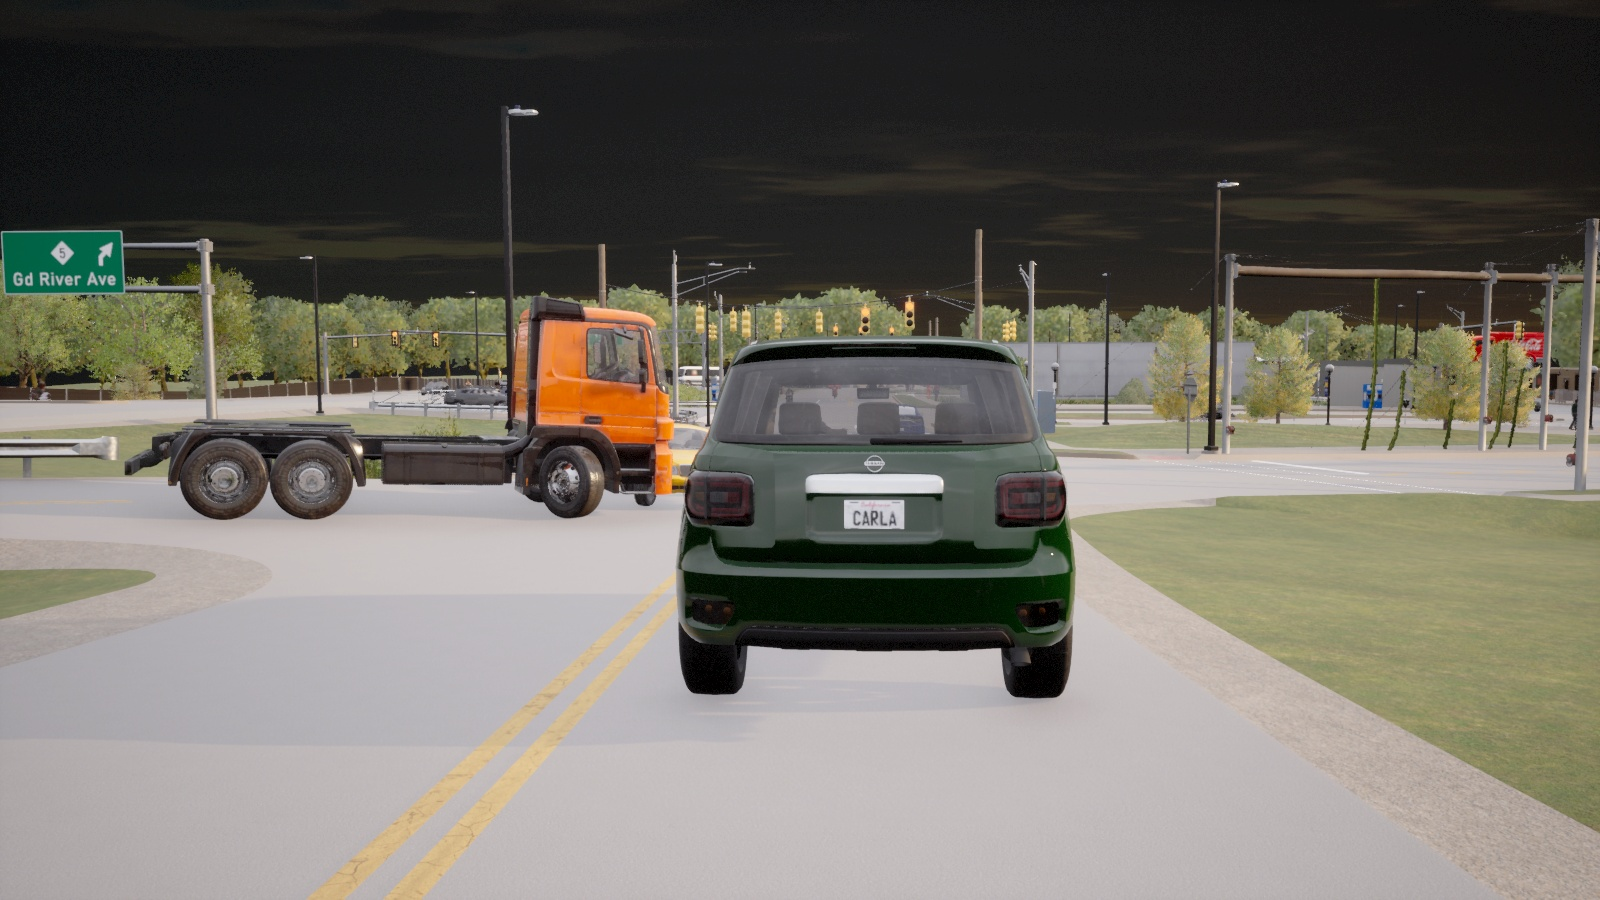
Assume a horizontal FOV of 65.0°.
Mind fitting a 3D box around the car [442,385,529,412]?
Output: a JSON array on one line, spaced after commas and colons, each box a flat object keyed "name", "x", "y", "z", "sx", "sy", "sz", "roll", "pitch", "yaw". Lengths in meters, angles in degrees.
[{"name": "car", "x": -19.836, "y": -3.258, "z": 79.255, "sx": 4.902, "sy": 1.511, "sz": 2.128, "roll": 2, "pitch": 3, "yaw": 2}]

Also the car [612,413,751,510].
[{"name": "car", "x": -2.400, "y": 0.136, "z": 23.971, "sx": 1.801, "sy": 1.575, "sz": 5.366, "roll": 2, "pitch": 1, "yaw": -14}]

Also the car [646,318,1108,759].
[{"name": "car", "x": 0.505, "y": 0.363, "z": 8.656, "sx": 2.150, "sy": 2.045, "sz": 5.566, "roll": 0, "pitch": 1, "yaw": 3}]

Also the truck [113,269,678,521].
[{"name": "truck", "x": -6.235, "y": -0.774, "z": 20.017, "sx": 7.936, "sy": 3.462, "sz": 2.891, "roll": 1, "pitch": 3, "yaw": -21}]
